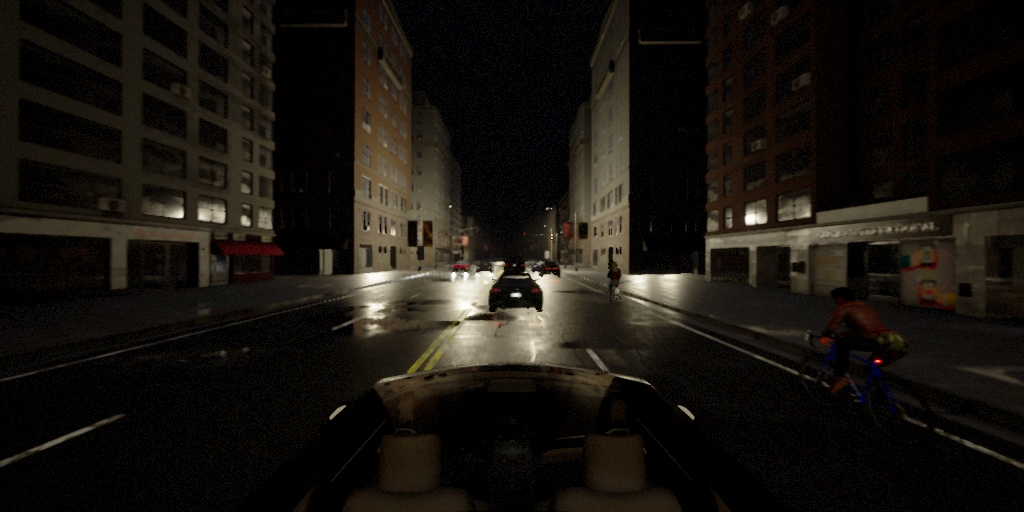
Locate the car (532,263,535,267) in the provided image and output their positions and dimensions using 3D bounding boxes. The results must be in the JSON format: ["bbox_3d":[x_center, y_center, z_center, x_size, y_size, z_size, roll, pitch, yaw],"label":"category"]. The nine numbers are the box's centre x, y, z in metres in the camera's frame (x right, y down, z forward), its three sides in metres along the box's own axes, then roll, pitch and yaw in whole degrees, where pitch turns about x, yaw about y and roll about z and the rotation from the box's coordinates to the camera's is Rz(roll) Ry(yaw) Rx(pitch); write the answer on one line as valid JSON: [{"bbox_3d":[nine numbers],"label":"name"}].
[{"bbox_3d":[3.425,1.326,43.800,1.994,1.385,4.181,0,0,0],"label":"car"}]

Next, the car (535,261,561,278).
[{"bbox_3d":[3.478,1.264,33.846,1.837,1.490,4.892,0,0,0],"label":"car"}]

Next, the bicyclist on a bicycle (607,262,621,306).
[{"bbox_3d":[4.193,1.129,14.889,0.659,1.776,1.843,0,0,0],"label":"bicyclist on a bicycle"}]

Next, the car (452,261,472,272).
[{"bbox_3d":[-6.351,1.343,45.614,1.895,1.301,4.718,0,0,1],"label":"car"}]

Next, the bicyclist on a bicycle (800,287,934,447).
[{"bbox_3d":[4.147,1.212,4.343,0.582,1.620,1.656,0,0,0],"label":"bicyclist on a bicycle"}]

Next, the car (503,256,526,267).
[{"bbox_3d":[0.241,0.973,35.875,2.150,2.045,5.566,0,0,0],"label":"car"}]

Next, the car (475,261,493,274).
[{"bbox_3d":[-3.145,1.272,41.959,1.812,1.442,4.674,0,0,1],"label":"car"}]

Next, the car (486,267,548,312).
[{"bbox_3d":[0.147,1.314,14.335,1.994,1.385,4.181,0,0,0],"label":"car"}]
